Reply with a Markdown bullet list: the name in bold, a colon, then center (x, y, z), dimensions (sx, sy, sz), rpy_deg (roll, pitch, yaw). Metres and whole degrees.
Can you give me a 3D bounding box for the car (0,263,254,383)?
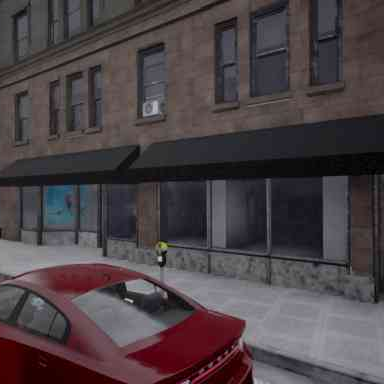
- **car**: center (-1.519, 1.545, 3.932), dimensions (4.507, 1.381, 1.887), rpy_deg (0, 0, 35)
